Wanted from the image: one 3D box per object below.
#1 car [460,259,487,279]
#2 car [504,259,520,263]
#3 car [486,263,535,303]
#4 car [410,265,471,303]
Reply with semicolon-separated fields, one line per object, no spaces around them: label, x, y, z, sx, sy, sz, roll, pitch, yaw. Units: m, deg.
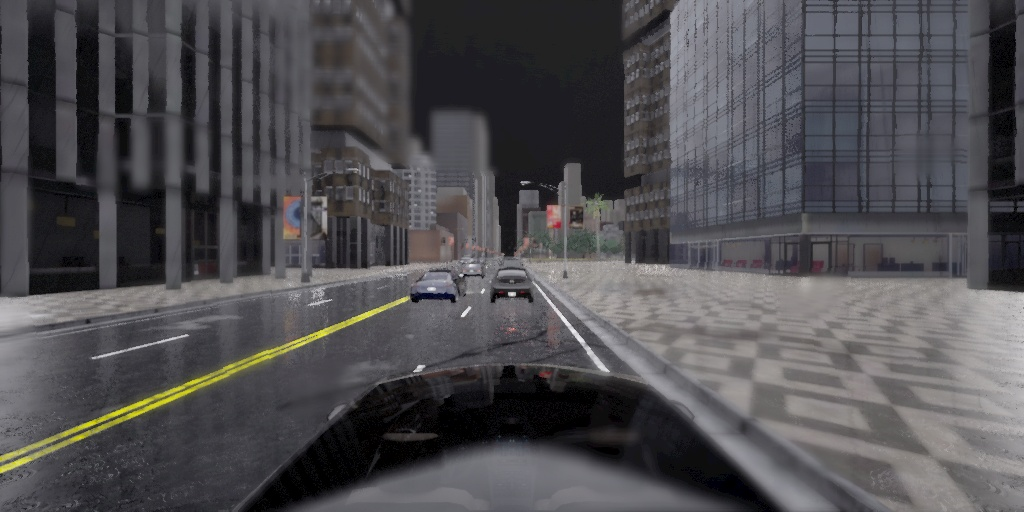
car;-3.250;1.262;31.499;2.033;1.411;5.357;0;0;0
car;0.000;1.065;31.468;2.097;1.767;4.553;0;0;0
car;0.000;1.244;16.499;1.837;1.490;4.892;0;0;0
car;-3.250;1.300;16.499;1.994;1.385;4.181;0;0;0
